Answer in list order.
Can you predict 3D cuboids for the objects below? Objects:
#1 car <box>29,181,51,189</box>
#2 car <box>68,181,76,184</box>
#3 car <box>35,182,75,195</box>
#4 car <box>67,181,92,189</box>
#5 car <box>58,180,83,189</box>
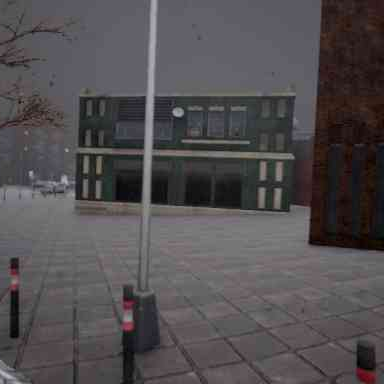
[{"bbox_3d":[-28.539,-1.379,62.721,4.553,1.767,2.185,3,2,20],"label":"car"},{"bbox_3d":[-26.671,-1.349,67.917,4.674,1.452,2.002,3,3,20],"label":"car"},{"bbox_3d":[-20.008,-0.340,48.701,2.128,1.511,4.902,3,2,16],"label":"car"},{"bbox_3d":[-24.777,-1.529,73.098,4.892,1.521,2.231,3,3,20],"label":"car"},{"bbox_3d":[-25.688,-1.582,70.488,4.553,1.767,2.185,3,3,20],"label":"car"}]
